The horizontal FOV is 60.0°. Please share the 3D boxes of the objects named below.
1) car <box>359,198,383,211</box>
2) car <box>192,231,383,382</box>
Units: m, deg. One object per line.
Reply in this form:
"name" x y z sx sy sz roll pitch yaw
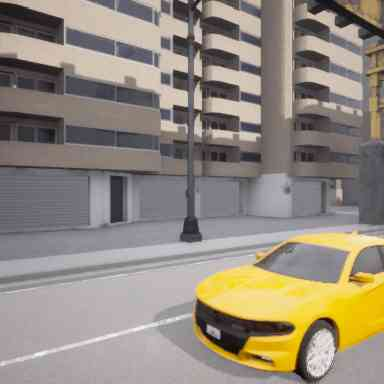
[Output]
"car" 19.625 1.295 34.404 1.853 1.218 4.536 0 0 -10
"car" 2.309 1.477 5.609 5.008 1.535 1.882 0 0 -35
